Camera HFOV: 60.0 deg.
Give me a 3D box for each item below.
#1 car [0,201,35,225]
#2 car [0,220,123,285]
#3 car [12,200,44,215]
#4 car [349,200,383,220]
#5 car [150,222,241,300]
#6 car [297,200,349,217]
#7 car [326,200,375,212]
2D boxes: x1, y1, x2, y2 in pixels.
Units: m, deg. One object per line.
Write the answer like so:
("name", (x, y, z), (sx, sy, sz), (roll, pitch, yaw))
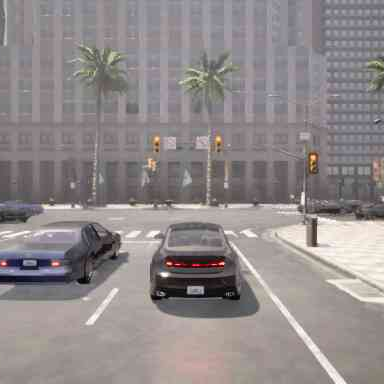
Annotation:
("car", (-13.758, 1.601, 24.468), (4.718, 1.301, 1.895), (0, 0, 40))
("car", (-3.422, 1.547, 9.553), (2.033, 1.411, 5.357), (0, 0, 0))
("car", (-16.417, 1.526, 31.303), (4.674, 1.442, 1.812), (0, 0, 0))
("car", (15.842, 1.564, 27.744), (4.181, 1.385, 1.994), (0, 0, 0))
("car", (0.075, 1.505, 8.359), (1.837, 1.490, 4.892), (0, 0, 0))
("car", (12.376, 1.491, 31.253), (4.902, 1.511, 2.128), (0, 0, 0))
("car", (18.217, 1.601, 38.437), (4.718, 1.301, 1.895), (0, 0, 0))
